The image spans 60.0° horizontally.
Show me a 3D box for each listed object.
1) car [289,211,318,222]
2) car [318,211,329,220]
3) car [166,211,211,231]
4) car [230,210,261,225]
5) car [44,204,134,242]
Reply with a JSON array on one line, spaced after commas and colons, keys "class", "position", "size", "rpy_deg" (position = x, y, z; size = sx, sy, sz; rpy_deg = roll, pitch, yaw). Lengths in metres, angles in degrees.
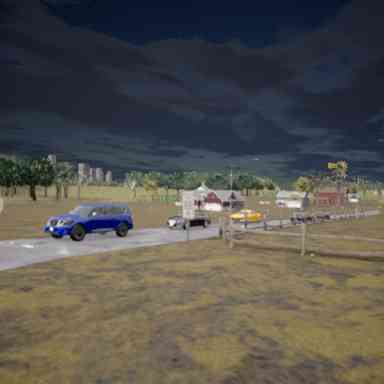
[{"class": "car", "position": [14.641, 3.283, 44.405], "size": [2.033, 1.411, 5.357], "rpy_deg": [1, -2, 36]}, {"class": "car", "position": [20.352, 3.650, 52.513], "size": [2.033, 1.411, 5.357], "rpy_deg": [1, -2, 35]}, {"class": "car", "position": [-0.198, 2.401, 28.577], "size": [2.128, 1.511, 4.902], "rpy_deg": [1, -2, 36]}, {"class": "car", "position": [6.014, 2.783, 37.283], "size": [1.882, 1.535, 5.008], "rpy_deg": [1, -1, 36]}, {"class": "car", "position": [-6.037, 1.764, 20.337], "size": [2.150, 2.045, 5.566], "rpy_deg": [1, -2, 35]}]
